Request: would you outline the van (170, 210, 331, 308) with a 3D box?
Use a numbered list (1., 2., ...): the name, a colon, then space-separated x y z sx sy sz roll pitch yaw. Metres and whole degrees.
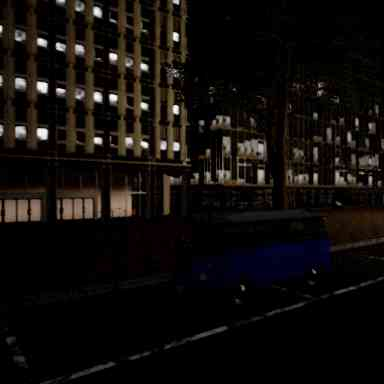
1. van: 1.456 1.338 7.601 3.998 1.788 1.690 0 0 -36
